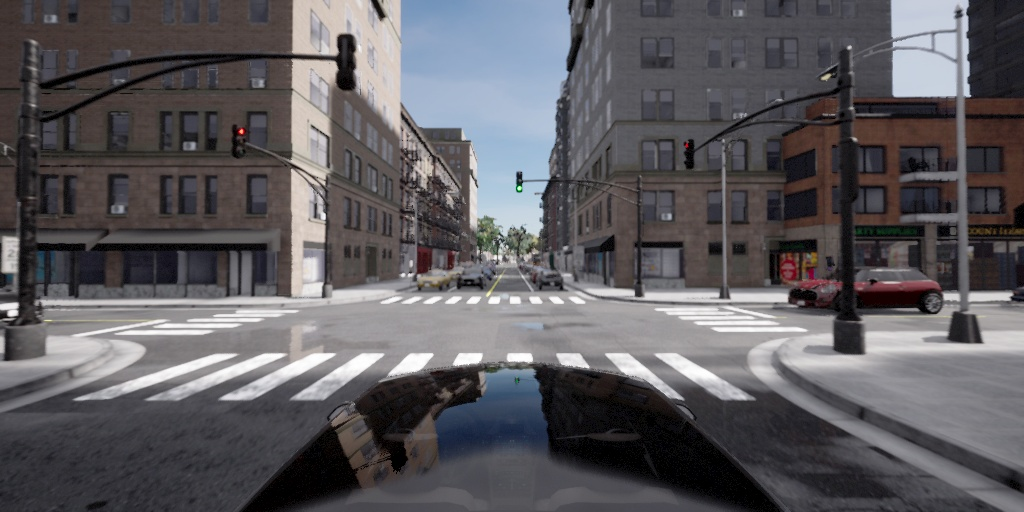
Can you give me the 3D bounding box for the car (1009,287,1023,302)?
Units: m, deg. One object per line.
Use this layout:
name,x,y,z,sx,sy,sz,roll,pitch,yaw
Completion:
car,22.769,1.341,13.691,5.357,1.411,2.033,0,-1,0

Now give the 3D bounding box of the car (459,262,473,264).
car,-5.433,1.589,41.953,2.192,1.841,5.009,0,0,0

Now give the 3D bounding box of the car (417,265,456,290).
car,-5.429,1.584,25.339,1.751,1.417,4.829,0,0,0

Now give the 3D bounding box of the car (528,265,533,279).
car,2.621,1.676,30.995,1.888,1.381,4.507,0,0,0

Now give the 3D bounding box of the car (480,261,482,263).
car,-5.434,1.786,47.434,1.967,1.591,4.097,0,0,0

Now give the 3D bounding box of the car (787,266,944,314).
car,13.253,1.191,13.686,4.553,1.767,2.097,0,-1,0

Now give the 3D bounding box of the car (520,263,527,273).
car,2.608,1.969,52.920,2.007,1.370,4.403,0,0,0

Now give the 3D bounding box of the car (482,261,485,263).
car,-5.436,1.858,52.916,1.967,1.591,4.097,0,0,0

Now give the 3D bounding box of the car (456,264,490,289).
car,-2.861,1.573,26.195,1.837,1.490,4.892,0,-1,0

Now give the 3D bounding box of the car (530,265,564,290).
car,2.625,1.610,25.514,2.007,1.370,4.403,0,0,0

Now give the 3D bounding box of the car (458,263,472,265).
car,-5.431,1.728,36.301,1.751,1.417,4.829,0,0,0

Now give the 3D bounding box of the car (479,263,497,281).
car,-2.873,1.747,36.245,2.033,1.411,5.357,0,-1,0

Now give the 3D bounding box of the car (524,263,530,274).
car,2.618,1.753,36.476,2.007,1.370,4.403,0,0,0

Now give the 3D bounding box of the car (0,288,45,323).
car,-17.073,1.425,10.675,4.902,1.511,2.128,0,-1,1

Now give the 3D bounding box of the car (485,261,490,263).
car,-5.438,2.127,63.879,1.948,1.339,4.313,0,0,0
